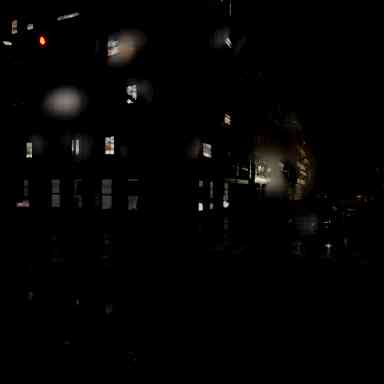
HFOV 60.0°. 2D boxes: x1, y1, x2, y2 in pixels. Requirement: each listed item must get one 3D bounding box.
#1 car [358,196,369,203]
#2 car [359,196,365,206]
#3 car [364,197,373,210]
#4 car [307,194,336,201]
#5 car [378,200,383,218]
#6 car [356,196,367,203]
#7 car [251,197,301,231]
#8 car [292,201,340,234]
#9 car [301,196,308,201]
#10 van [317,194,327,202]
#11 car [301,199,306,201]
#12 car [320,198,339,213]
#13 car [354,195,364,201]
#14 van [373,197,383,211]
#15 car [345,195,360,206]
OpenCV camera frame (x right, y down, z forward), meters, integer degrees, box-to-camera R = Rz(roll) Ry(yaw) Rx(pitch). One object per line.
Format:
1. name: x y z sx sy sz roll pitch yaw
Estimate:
1. car: 35.006 1.548 67.997 1.887 1.381 4.507 1 0 24
2. car: 28.195 1.569 52.798 2.008 1.369 4.403 1 0 24
3. car: 23.655 1.466 42.664 1.967 1.590 4.097 1 0 24
4. car: 11.505 1.332 28.737 2.097 1.767 4.553 1 0 24
5. car: 16.841 1.619 27.465 1.802 1.307 4.206 1 0 24
6. car: 37.277 1.542 73.064 1.887 1.381 4.507 1 0 24
7. car: 5.112 1.274 20.553 2.192 1.841 5.009 1 0 24
8. car: 7.342 1.490 19.400 1.837 1.490 4.892 1 0 26
9. car: 11.922 1.495 35.754 1.887 1.381 4.507 1 0 24
10. van: 27.818 1.261 71.218 1.690 1.788 3.998 1 0 24
11. car: 7.380 1.501 25.621 1.887 1.381 4.507 1 0 24
12. car: 15.768 1.501 38.068 1.812 1.442 4.674 1 0 24
13. car: 41.818 1.536 83.196 2.008 1.369 4.403 1 0 24
14. van: 19.115 1.374 32.530 1.690 1.788 3.998 1 0 24
15. car: 26.237 1.468 54.705 1.882 1.535 5.008 1 0 24
